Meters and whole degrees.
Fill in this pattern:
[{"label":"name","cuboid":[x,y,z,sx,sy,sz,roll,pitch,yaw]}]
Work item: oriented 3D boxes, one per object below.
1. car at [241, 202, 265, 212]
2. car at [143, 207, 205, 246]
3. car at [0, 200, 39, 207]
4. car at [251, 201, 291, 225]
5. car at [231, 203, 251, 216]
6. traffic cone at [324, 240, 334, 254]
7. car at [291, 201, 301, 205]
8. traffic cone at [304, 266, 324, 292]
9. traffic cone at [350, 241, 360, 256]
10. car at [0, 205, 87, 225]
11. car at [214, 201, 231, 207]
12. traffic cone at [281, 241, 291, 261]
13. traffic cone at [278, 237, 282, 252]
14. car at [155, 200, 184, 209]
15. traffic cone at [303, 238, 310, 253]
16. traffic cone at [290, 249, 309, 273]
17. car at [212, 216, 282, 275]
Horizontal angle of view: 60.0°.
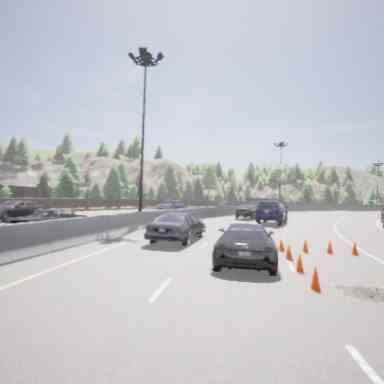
[{"label":"car","cuboid":[10.401,2.497,56.188,1.882,1.535,5.008,1,-1,38]},{"label":"car","cuboid":[-0.688,1.717,16.481,2.033,1.411,5.357,2,-1,13]},{"label":"car","cuboid":[-13.167,1.361,24.658,2.128,1.511,4.902,2,-1,16]},{"label":"car","cuboid":[7.072,1.787,29.330,2.150,2.045,5.566,1,-1,22]},{"label":"car","cuboid":[6.047,2.116,35.501,1.837,1.490,4.892,1,-1,25]},{"label":"traffic cone","cuboid":[5.820,2.307,14.053,0.340,0.580,0.340,2,-1,7]},{"label":"car","cuboid":[22.416,2.745,73.849,4.892,1.490,1.837,2,-1,-40]},{"label":"traffic cone","cuboid":[3.093,2.155,8.348,0.340,0.580,0.340,2,-1,7]},{"label":"traffic cone","cuboid":[6.812,2.338,13.929,0.340,0.580,0.340,2,-1,7]},{"label":"car","cuboid":[-7.721,1.561,18.032,1.895,1.301,4.718,2,-1,13]},{"label":"car","cuboid":[5.985,2.482,61.873,1.837,1.490,4.892,1,-1,38]},{"label":"traffic cone","cuboid":[3.589,2.215,12.317,0.340,0.580,0.340,2,-1,7]},{"label":"traffic cone","cuboid":[3.836,2.246,14.301,0.340,0.580,0.340,2,-1,7]},{"label":"car","cuboid":[-2.775,1.778,41.699,2.097,1.767,4.553,1,-1,27]},{"label":"traffic cone","cuboid":[4.828,2.276,14.177,0.340,0.580,0.340,2,-1,7]},{"label":"traffic cone","cuboid":[3.341,2.185,10.332,0.340,0.580,0.340,2,-1,7]},{"label":"car","cuboid":[1.844,1.757,11.398,1.994,1.385,4.181,2,-1,10]}]
